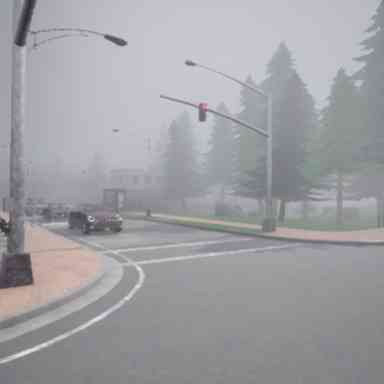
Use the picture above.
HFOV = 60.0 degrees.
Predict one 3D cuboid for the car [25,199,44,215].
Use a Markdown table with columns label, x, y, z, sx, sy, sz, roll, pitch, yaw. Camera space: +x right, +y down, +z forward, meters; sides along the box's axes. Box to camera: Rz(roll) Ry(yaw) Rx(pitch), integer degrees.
| label | x | y | z | sx | sy | sz | roll | pitch | yaw |
| --- | --- | --- | --- | --- | --- | --- | --- | --- | --- |
| car | -16.619 | 1.499 | 35.627 | 2.097 | 1.767 | 4.553 | 1 | -1 | -34 |

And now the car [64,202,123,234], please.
| label | x | y | z | sx | sy | sz | roll | pitch | yaw |
| --- | --- | --- | --- | --- | --- | --- | --- | --- | --- |
| car | -5.831 | 1.452 | 19.901 | 2.097 | 1.767 | 4.553 | 1 | -1 | -35 |

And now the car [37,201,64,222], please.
| label | x | y | z | sx | sy | sz | roll | pitch | yaw |
| --- | --- | --- | --- | --- | --- | --- | --- | --- | --- |
| car | -11.325 | 1.688 | 27.886 | 1.994 | 1.385 | 4.181 | 1 | -1 | -35 |
